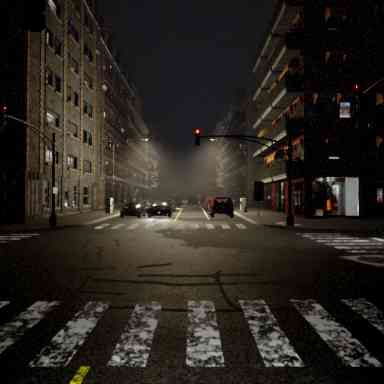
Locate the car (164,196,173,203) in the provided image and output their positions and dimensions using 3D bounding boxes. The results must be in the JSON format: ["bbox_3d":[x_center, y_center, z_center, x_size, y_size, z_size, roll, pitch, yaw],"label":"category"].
[{"bbox_3d":[-5.217,1.672,74.453,1.752,1.417,4.829,1,0,0],"label":"car"}]

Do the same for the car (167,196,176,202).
[{"bbox_3d":[-5.205,1.766,85.751,2.008,1.369,4.403,1,0,0],"label":"car"}]

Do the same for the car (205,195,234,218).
[{"bbox_3d":[2.620,1.327,30.165,2.192,1.841,5.009,1,0,0],"label":"car"}]

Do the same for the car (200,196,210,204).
[{"bbox_3d":[2.658,1.558,69.087,1.967,1.590,4.097,1,0,0],"label":"car"}]

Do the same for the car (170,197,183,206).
[{"bbox_3d":[-2.681,1.620,59.568,2.033,1.411,5.357,0,0,0],"label":"car"}]

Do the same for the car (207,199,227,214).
[{"bbox_3d":[2.623,1.541,35.894,1.752,1.417,4.829,1,0,0],"label":"car"}]

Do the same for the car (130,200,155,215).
[{"bbox_3d":[-5.258,1.581,35.689,1.947,1.339,4.313,1,0,0],"label":"car"}]

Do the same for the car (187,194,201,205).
[{"bbox_3d":[0.174,1.551,59.909,1.882,1.535,5.008,0,0,0],"label":"car"}]

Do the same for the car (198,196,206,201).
[{"bbox_3d":[2.681,1.815,91.338,1.947,1.339,4.313,1,0,0],"label":"car"}]

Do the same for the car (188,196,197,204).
[{"bbox_3d":[0.152,1.602,70.349,1.882,1.535,5.008,0,0,0],"label":"car"}]

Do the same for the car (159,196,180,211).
[{"bbox_3d":[-2.787,1.524,39.273,1.837,1.490,4.892,0,0,0],"label":"car"}]

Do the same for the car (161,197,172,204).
[{"bbox_3d":[-5.224,1.668,69.061,2.008,1.369,4.403,1,0,0],"label":"car"}]

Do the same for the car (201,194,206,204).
[{"bbox_3d":[2.631,1.336,41.289,2.192,1.841,5.009,1,0,0],"label":"car"}]

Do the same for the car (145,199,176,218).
[{"bbox_3d":[-2.805,1.576,30.393,1.994,1.385,4.181,0,0,0],"label":"car"}]

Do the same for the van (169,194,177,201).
[{"bbox_3d":[-5.195,1.590,91.317,1.690,1.788,3.998,1,0,0],"label":"van"}]

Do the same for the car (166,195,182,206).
[{"bbox_3d":[-2.723,1.602,49.207,1.994,1.385,4.181,0,0,1],"label":"car"}]

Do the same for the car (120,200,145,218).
[{"bbox_3d":[-5.265,1.578,30.128,1.947,1.339,4.313,1,0,0],"label":"car"}]
